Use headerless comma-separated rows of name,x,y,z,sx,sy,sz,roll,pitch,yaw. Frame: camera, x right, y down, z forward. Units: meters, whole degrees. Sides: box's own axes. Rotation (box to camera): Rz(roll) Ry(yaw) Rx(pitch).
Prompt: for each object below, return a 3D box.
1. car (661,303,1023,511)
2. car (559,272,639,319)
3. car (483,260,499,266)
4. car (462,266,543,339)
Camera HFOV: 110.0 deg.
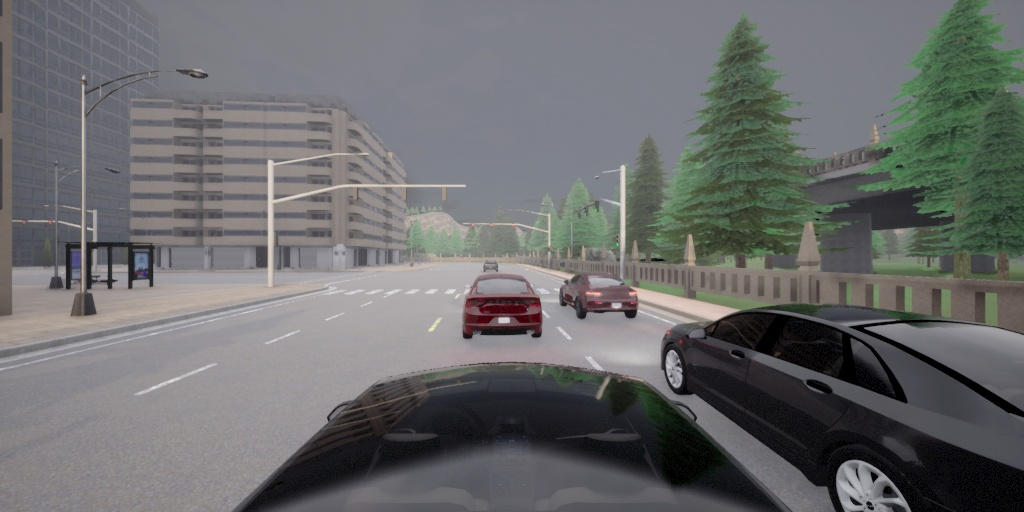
car,3.258,1.255,3.746,1.837,1.490,4.892,0,0,0
car,2.922,1.275,12.736,1.812,1.442,4.674,0,0,-3
car,-2.716,1.240,45.913,2.128,1.511,4.902,0,0,-4
car,-0.340,1.227,10.161,1.882,1.535,5.008,0,0,-4
